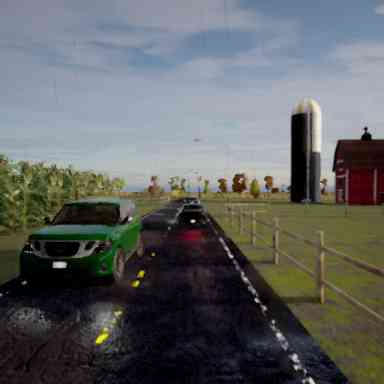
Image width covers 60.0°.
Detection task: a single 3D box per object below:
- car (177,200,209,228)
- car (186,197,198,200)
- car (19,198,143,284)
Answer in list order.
[{"bbox_3d":[0.059,1.503,22.386,1.837,1.490,4.892,0,0,0],"label":"car"},{"bbox_3d":[0.001,1.359,42.219,2.097,1.767,4.553,0,0,0],"label":"car"},{"bbox_3d":[-2.845,1.219,9.922,2.150,2.045,5.566,0,0,0],"label":"car"}]
